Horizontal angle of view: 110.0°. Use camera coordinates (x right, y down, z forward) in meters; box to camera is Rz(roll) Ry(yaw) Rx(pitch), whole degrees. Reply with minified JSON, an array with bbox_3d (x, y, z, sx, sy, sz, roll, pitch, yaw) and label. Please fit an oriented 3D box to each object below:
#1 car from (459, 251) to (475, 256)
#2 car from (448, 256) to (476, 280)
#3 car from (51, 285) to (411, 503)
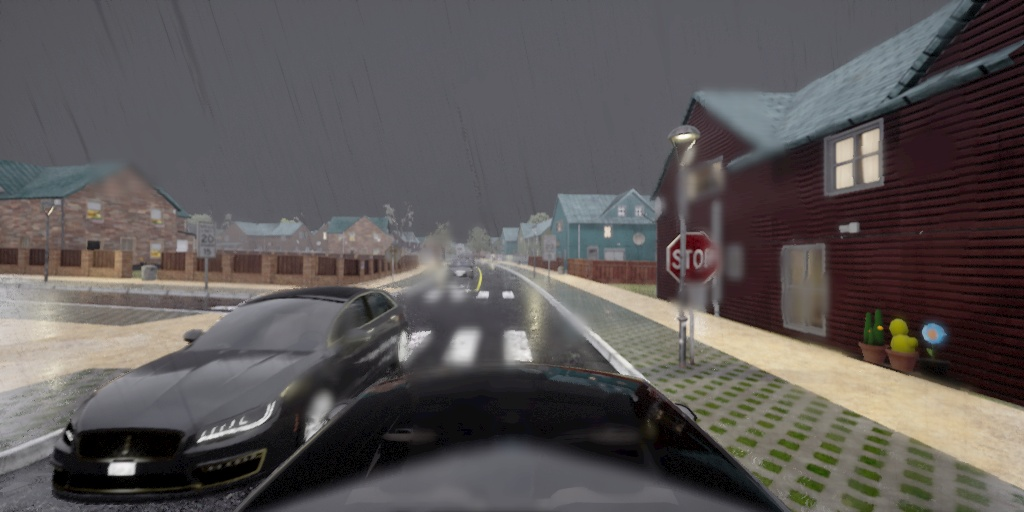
[{"bbox_3d":[-6.643,0.344,52.725,2.150,2.045,5.566,0,1,-9],"label":"car"},{"bbox_3d":[-3.818,1.007,27.610,2.128,1.511,4.902,0,1,-4],"label":"car"},{"bbox_3d":[-2.807,1.239,4.977,1.837,1.490,4.892,0,1,-1],"label":"car"}]
